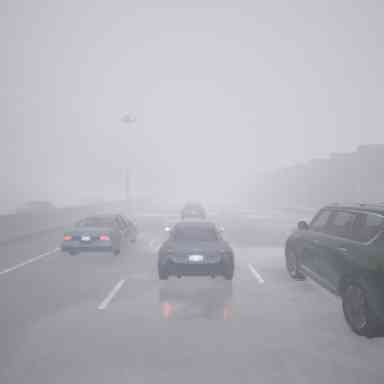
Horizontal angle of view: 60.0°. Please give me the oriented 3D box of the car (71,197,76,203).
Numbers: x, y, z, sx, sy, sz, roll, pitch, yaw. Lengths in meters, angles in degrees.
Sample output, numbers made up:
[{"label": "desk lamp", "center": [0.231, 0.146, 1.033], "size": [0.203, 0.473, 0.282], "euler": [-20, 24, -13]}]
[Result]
[{"label": "car", "center": [-23.831, 1.488, 70.530], "size": [2.033, 1.411, 5.357], "euler": [0, 0, 1]}]

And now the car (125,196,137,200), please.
[{"label": "car", "center": [-13.312, 1.501, 72.734], "size": [1.994, 1.385, 4.181], "euler": [0, 0, 0]}]

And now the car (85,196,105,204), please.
[{"label": "car", "center": [-17.011, 1.453, 59.612], "size": [1.837, 1.490, 4.892], "euler": [0, 2, 2]}]

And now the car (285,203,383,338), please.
[{"label": "car", "center": [3.601, 1.217, 6.734], "size": [2.150, 2.045, 5.566], "euler": [0, 0, 0]}]

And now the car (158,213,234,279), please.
[{"label": "car", "center": [0.098, 1.557, 10.025], "size": [1.994, 1.385, 4.181], "euler": [0, 0, 0]}]

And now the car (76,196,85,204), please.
[{"label": "car", "center": [-20.405, 1.430, 65.028], "size": [1.882, 1.535, 5.008], "euler": [0, 0, 1]}]

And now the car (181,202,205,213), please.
[{"label": "car", "center": [0.091, 1.544, 28.028], "size": [1.994, 1.385, 4.181], "euler": [0, 0, 0]}]

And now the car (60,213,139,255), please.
[{"label": "car", "center": [-3.402, 1.538, 13.173], "size": [2.033, 1.411, 5.357], "euler": [0, 0, 0]}]

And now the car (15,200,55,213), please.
[{"label": "car", "center": [-14.090, 1.485, 30.134], "size": [1.837, 1.490, 4.892], "euler": [0, 0, 0]}]
